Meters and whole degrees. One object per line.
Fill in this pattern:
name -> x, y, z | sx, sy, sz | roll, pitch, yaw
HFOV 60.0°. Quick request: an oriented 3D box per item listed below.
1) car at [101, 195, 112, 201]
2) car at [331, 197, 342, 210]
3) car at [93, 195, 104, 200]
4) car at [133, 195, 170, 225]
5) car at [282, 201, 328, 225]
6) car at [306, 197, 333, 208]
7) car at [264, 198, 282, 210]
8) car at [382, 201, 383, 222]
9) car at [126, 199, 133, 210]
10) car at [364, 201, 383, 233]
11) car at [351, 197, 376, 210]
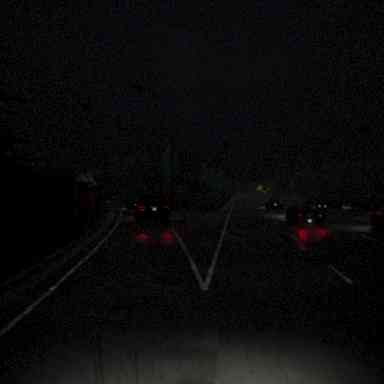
car -> -20.264, 1.455, 78.792 | 1.837, 1.490, 4.892 | 0, 0, -26
car -> 17.384, 1.368, 42.017 | 1.882, 1.535, 5.008 | 0, 0, 8
car -> -24.685, 1.394, 87.935 | 1.895, 1.301, 4.718 | 0, 0, -28
car -> -2.917, 1.200, 23.870 | 2.150, 2.045, 5.566 | 0, 0, -11
car -> 7.815, 1.546, 23.422 | 1.895, 1.301, 4.718 | 0, 0, 8
car -> 12.977, 1.460, 35.531 | 2.033, 1.411, 5.357 | 0, 0, 8
car -> 10.320, 1.477, 42.019 | 1.994, 1.385, 4.181 | 0, 0, 8
car -> 14.702, 1.402, 22.136 | 1.882, 1.535, 5.008 | 0, 0, 8
car -> -7.300, 1.533, 42.223 | 1.994, 1.385, 4.181 | 0, 0, -15
car -> 10.345, 1.424, 15.994 | 1.882, 1.535, 5.008 | 0, 0, 8
car -> 20.634, 1.374, 39.931 | 2.128, 1.511, 4.902 | 0, 0, 8
